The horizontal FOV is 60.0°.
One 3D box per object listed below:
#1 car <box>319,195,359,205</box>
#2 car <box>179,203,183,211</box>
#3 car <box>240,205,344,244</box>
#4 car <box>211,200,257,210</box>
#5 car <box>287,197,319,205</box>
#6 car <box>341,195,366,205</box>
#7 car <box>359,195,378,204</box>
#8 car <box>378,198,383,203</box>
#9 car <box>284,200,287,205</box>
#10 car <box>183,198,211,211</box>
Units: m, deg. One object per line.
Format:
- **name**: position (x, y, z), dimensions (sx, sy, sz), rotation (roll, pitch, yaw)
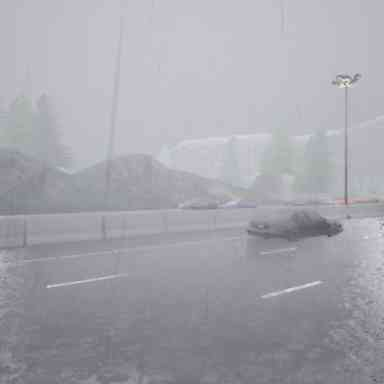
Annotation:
- **car**: position (19.201, 1.346, 43.470), dimensions (4.553, 1.767, 2.097), rotation (0, 0, -35)
- **car**: position (0.692, 1.489, 38.879), dimensions (4.902, 1.511, 2.128), rotation (0, 0, -35)
- **car**: position (5.045, 1.546, 15.946), dimensions (5.357, 1.411, 2.033), rotation (0, 0, -35)
- **car**: position (4.483, 1.523, 32.987), dimensions (4.674, 1.442, 1.812), rotation (0, 0, -35)
- **car**: position (15.869, 1.542, 45.399), dimensions (5.357, 1.411, 2.033), rotation (0, 0, -35)
- **car**: position (28.494, 1.344, 58.621), dimensions (4.553, 1.767, 2.097), rotation (0, 0, -35)
- **car**: position (29.224, 1.470, 54.860), dimensions (5.008, 1.535, 1.882), rotation (0, 0, -35)
- **car**: position (31.957, 1.593, 52.505), dimensions (4.718, 1.301, 1.895), rotation (0, 0, -35)
- **car**: position (15.799, 1.472, 49.627), dimensions (5.008, 1.535, 1.882), rotation (0, 0, -35)
- **car**: position (1.834, 1.598, 35.397), dimensions (4.718, 1.301, 1.895), rotation (0, 0, -35)
